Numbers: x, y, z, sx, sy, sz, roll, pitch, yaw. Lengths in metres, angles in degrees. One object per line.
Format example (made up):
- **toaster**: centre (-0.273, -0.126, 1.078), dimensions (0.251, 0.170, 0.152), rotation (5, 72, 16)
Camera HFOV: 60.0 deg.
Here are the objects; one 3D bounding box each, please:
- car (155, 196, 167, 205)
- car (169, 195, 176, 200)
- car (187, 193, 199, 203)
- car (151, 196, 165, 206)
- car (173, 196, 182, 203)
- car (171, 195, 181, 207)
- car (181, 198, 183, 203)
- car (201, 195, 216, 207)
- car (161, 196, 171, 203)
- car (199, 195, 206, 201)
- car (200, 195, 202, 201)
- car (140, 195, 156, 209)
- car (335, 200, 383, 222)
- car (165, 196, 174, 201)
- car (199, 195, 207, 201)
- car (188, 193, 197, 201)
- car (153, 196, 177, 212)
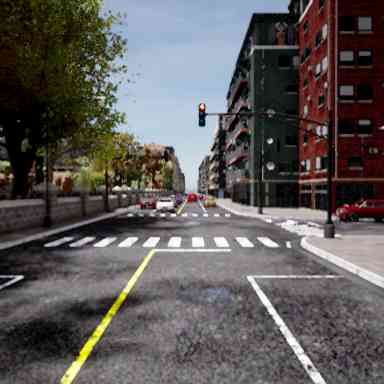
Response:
- **car**: centre (-5.622, 1.522, 60.890), dimensions (1.887, 1.381, 4.507), rotation (0, 0, 0)
- **car**: centre (-5.584, 1.512, 93.931), dimensions (1.752, 1.417, 4.829), rotation (0, 0, 0)
- **car**: centre (0.082, 1.196, 69.624), dimensions (2.150, 2.045, 5.566), rotation (0, 0, 0)
- **car**: centre (-5.629, 1.417, 55.355), dimensions (1.967, 1.590, 4.097), rotation (0, 0, 0)
- **car**: centre (-2.920, 1.504, 68.036), dimensions (1.812, 1.442, 4.674), rotation (0, 0, 0)
- **car**: centre (-3.037, 1.524, 48.019), dimensions (2.033, 1.411, 5.357), rotation (0, 0, 0)
- **car**: centre (-3.001, 1.455, 57.911), dimensions (1.882, 1.535, 5.008), rotation (0, 0, 1)
- **car**: centre (2.746, 1.502, 49.980), dimensions (1.752, 1.417, 4.829), rotation (0, 0, 0)
- **car**: centre (-5.609, 1.561, 71.960), dimensions (1.802, 1.307, 4.206), rotation (0, 0, 0)
- **car**: centre (2.790, 1.529, 88.557), dimensions (1.887, 1.381, 4.507), rotation (0, 0, 0)
- **car**: centre (2.752, 1.522, 55.345), dimensions (1.887, 1.381, 4.507), rotation (0, 0, 0)
- **car**: centre (-5.642, 1.292, 44.284), dimensions (2.192, 1.841, 5.009), rotation (0, 0, 0)
- **car**: centre (14.648, 1.571, 27.688), dimensions (5.009, 1.841, 2.192), rotation (1, -1, 0)
- **car**: centre (-5.596, 1.564, 83.031), dimensions (1.802, 1.307, 4.206), rotation (0, 0, 0)
- **car**: centre (2.784, 1.527, 83.022), dimensions (1.887, 1.381, 4.507), rotation (0, 0, 0)
- **car**: centre (0.094, 1.248, 79.985), dimensions (2.097, 1.767, 4.553), rotation (0, 0, 0)
- **car**: centre (-3.023, 1.504, 38.384), dimensions (1.812, 1.442, 4.674), rotation (0, 0, 0)
